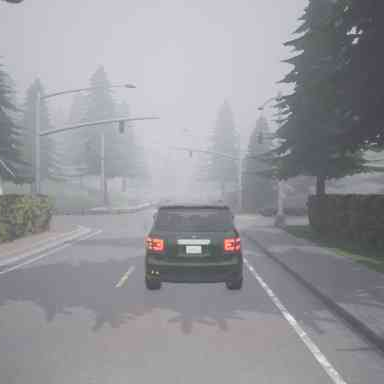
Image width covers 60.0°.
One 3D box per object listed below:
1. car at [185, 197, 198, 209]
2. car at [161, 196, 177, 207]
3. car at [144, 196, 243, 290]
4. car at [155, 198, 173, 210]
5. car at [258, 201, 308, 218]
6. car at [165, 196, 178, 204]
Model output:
[{"bbox_3d":[-0.035,1.525,46.710,1.812,1.442,4.674,0,0,1],"label":"car"},{"bbox_3d":[-3.660,1.492,53.751,2.128,1.511,4.902,0,0,0],"label":"car"},{"bbox_3d":[0.052,1.221,9.208,2.150,2.045,5.566,0,0,0],"label":"car"},{"bbox_3d":[-3.644,1.563,43.611,1.994,1.385,4.181,0,0,0],"label":"car"},{"bbox_3d":[8.150,1.510,29.325,4.674,1.442,1.812,0,0,0],"label":"car"},{"bbox_3d":[-3.929,1.491,64.327,2.128,1.511,4.902,0,0,-8],"label":"car"}]
